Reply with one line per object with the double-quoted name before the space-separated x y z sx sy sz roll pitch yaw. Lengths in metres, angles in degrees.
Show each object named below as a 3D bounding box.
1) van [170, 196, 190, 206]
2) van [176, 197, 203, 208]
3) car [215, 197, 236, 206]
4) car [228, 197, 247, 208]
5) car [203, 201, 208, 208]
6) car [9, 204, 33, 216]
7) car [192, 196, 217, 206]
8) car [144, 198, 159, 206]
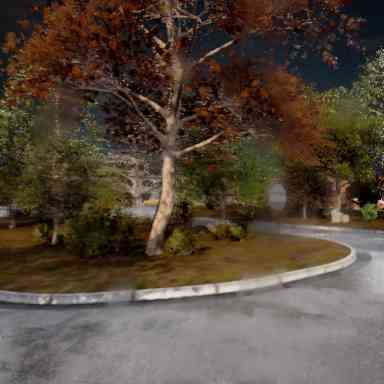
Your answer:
"van" -2.391 1.761 66.779 1.878 1.987 4.442 1 0 -36
"van" -0.745 1.706 53.150 1.878 1.987 4.442 0 0 -36
"car" 7.407 2.061 73.951 2.185 1.767 4.553 1 -1 -36
"car" 8.388 1.794 59.589 2.435 2.045 5.566 1 -1 -36
"car" 1.701 1.947 54.532 1.946 1.575 5.366 0 0 -36
"car" -20.146 1.917 39.077 2.185 1.767 4.553 -1 0 -35
"car" 2.586 1.820 70.464 2.435 2.045 5.566 1 -1 -36
"car" -7.408 1.932 63.552 1.946 1.575 5.366 0 0 -36
